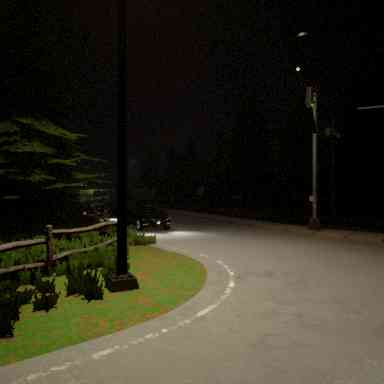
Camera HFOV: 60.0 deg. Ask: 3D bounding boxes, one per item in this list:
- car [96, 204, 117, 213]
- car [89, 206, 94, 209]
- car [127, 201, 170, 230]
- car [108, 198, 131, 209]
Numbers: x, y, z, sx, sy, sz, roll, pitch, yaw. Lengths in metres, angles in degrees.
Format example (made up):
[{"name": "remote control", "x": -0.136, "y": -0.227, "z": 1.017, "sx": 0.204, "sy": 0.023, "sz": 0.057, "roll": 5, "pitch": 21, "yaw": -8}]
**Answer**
[{"name": "car", "x": -7.045, "y": 1.537, "z": 29.761, "sx": 1.994, "sy": 1.385, "sz": 4.181, "roll": 0, "pitch": 0, "yaw": -24}, {"name": "car", "x": -11.219, "y": 1.499, "z": 39.095, "sx": 1.812, "sy": 1.442, "sz": 4.674, "roll": 0, "pitch": 0, "yaw": -24}, {"name": "car", "x": -2.893, "y": 1.478, "z": 20.716, "sx": 1.837, "sy": 1.490, "sz": 4.892, "roll": 0, "pitch": 0, "yaw": -25}, {"name": "car", "x": -10.007, "y": 1.520, "z": 45.378, "sx": 2.033, "sy": 1.411, "sz": 5.357, "roll": 0, "pitch": 0, "yaw": -24}]
